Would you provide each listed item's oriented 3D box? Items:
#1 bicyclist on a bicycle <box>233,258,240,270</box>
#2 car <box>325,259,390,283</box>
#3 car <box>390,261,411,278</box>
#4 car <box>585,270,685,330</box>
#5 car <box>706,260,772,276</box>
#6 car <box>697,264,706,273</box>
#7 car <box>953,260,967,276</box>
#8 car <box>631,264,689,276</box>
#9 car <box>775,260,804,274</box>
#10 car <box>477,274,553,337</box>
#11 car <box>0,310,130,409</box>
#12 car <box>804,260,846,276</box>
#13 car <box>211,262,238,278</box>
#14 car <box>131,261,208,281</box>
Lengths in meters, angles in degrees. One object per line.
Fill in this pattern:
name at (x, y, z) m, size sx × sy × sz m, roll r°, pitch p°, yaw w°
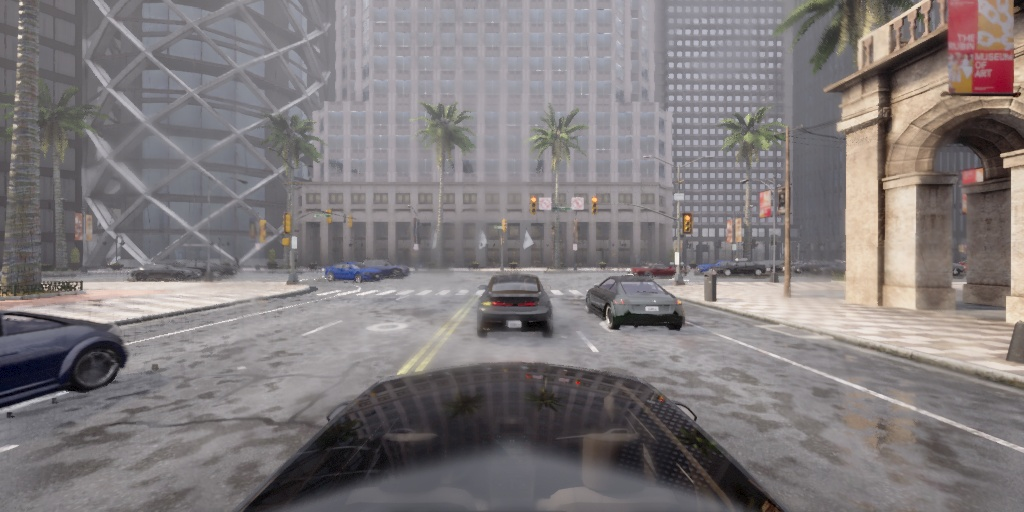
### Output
bicyclist on a bicycle at (-35.744, 1.050, 46.596) m, size 0.582 × 1.620 × 1.656 m, roll 0°, pitch 0°, yaw -12°
car at (-12.133, 1.228, 27.575) m, size 5.008 × 1.535 × 1.882 m, roll 0°, pitch -1°, yaw 27°
car at (-11.768, 1.102, 33.136) m, size 4.553 × 1.767 × 2.097 m, roll 0°, pitch 0°, yaw 0°
car at (3.582, 1.314, 11.148) m, size 1.994 × 1.385 × 4.181 m, roll 0°, pitch 0°, yaw 0°
car at (23.188, 1.228, 36.759) m, size 5.008 × 1.535 × 1.882 m, roll 0°, pitch 0°, yaw 0°
car at (23.449, 1.228, 40.259) m, size 5.008 × 1.535 × 1.882 m, roll 0°, pitch 0°, yaw 0°
car at (43.022, 1.242, 36.681) m, size 4.902 × 1.511 × 2.128 m, roll 0°, pitch 0°, yaw 0°
car at (13.604, 1.351, 33.089) m, size 4.718 × 1.301 × 1.895 m, roll 0°, pitch 0°, yaw 0°
car at (33.022, 1.241, 40.228) m, size 4.902 × 1.511 × 2.128 m, roll 0°, pitch 0°, yaw 0°
car at (0.078, 1.255, 10.283) m, size 1.837 × 1.490 × 4.892 m, roll 0°, pitch 0°, yaw 0°
car at (-7.100, 1.314, 3.931) m, size 1.994 × 1.385 × 4.181 m, roll 0°, pitch 0°, yaw 0°
car at (33.056, 1.314, 36.730) m, size 4.181 × 1.385 × 1.994 m, roll 0°, pitch 0°, yaw 0°
car at (-28.031, 1.227, 32.774) m, size 5.008 × 1.535 × 1.882 m, roll 0°, pitch 0°, yaw -6°
car at (-28.114, 1.276, 29.315) m, size 4.674 × 1.442 × 1.812 m, roll 0°, pitch 0°, yaw -6°
